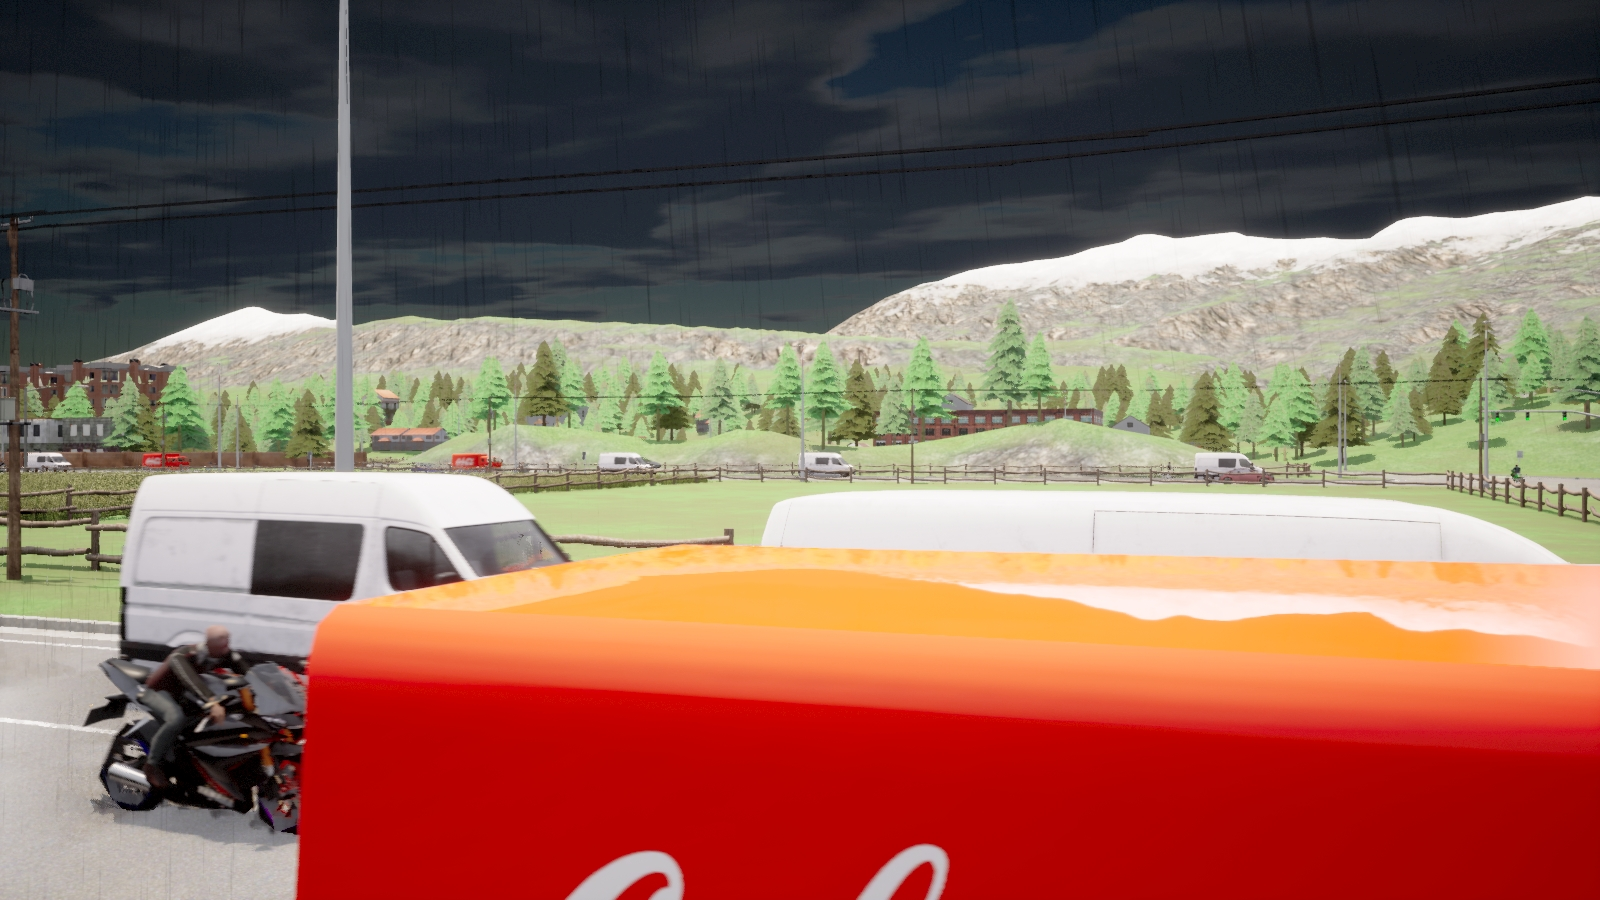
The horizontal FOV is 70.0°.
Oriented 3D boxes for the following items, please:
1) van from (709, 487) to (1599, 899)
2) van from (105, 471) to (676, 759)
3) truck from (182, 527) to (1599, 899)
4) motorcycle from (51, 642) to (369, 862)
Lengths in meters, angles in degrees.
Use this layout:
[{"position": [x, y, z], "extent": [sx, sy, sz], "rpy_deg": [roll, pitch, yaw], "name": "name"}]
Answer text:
[{"position": [2.633, 1.535, 6.060], "extent": [5.915, 2.561, 1.988], "rpy_deg": [0, 0, 20], "name": "van"}, {"position": [-4.449, 1.540, 12.363], "extent": [5.915, 2.561, 1.988], "rpy_deg": [0, 0, 20], "name": "van"}, {"position": [1.544, 1.568, 2.809], "extent": [5.204, 2.467, 2.627], "rpy_deg": [0, 0, 21], "name": "truck"}, {"position": [-4.458, 2.210, 8.644], "extent": [2.209, 1.251, 0.867], "rpy_deg": [0, 0, 20], "name": "motorcycle"}]
